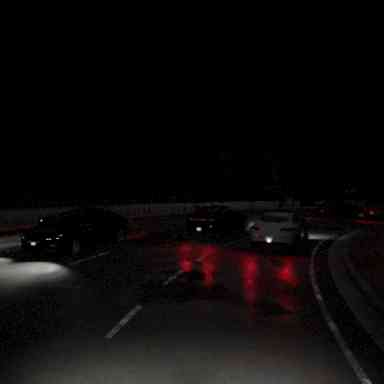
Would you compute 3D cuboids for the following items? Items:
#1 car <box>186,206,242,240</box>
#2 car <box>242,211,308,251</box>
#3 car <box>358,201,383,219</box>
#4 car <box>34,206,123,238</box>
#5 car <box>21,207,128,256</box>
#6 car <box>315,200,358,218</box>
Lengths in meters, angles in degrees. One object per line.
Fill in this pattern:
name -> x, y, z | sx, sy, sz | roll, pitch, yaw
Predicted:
car -> 1.444, 1.481, 17.240 | 2.128, 1.511, 4.902 | 0, 0, 28
car -> 3.824, 1.535, 14.361 | 1.812, 1.442, 4.674 | 0, 0, 25
car -> 16.784, 1.557, 28.589 | 5.008, 1.535, 1.882 | 0, 0, -33
car -> -6.044, 1.541, 18.448 | 1.895, 1.301, 4.718 | 0, 0, 26
car -> -4.377, 1.462, 13.212 | 1.837, 1.490, 4.892 | 0, 0, 21
car -> 13.378, 1.532, 30.497 | 5.008, 1.535, 1.882 | 0, 0, -36
